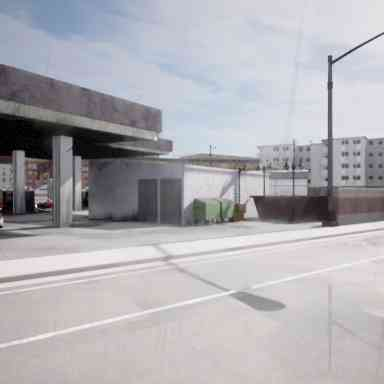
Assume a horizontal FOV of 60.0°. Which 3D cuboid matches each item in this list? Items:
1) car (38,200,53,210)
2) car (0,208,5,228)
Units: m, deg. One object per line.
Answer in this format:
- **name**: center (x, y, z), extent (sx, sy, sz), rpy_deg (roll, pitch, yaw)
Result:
- **car**: center (-17.203, 1.600, 42.673), extent (1.895, 1.301, 4.718), rpy_deg (0, 0, 25)
- **car**: center (-12.772, 1.456, 20.495), extent (1.970, 1.475, 3.806), rpy_deg (0, 0, -34)
